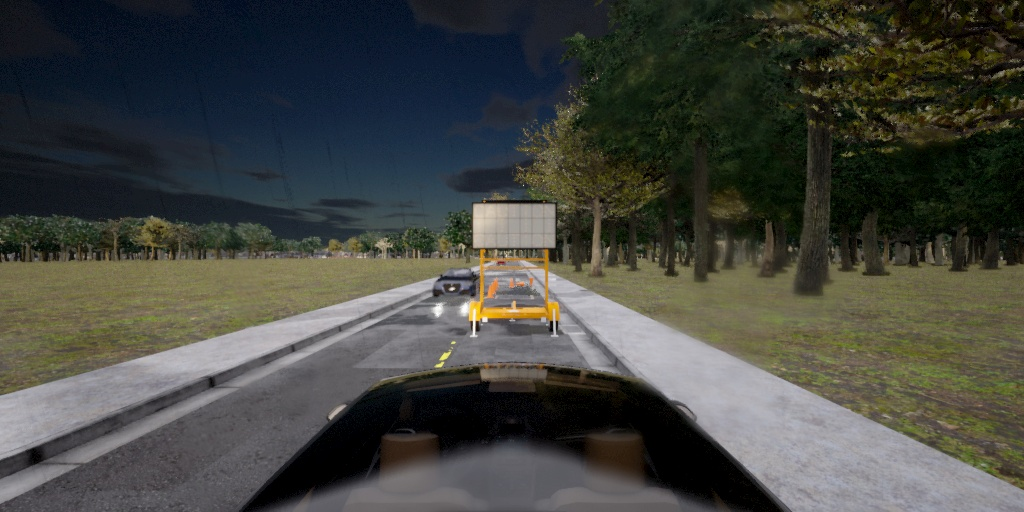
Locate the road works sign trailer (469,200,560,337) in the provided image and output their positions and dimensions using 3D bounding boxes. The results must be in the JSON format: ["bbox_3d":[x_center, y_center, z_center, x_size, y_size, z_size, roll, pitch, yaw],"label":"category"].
[{"bbox_3d":[0.067,0.214,10.256,2.380,3.560,2.880,0,0,0],"label":"road works sign trailer"}]

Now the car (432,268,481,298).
[{"bbox_3d":[-2.728,1.314,18.350,1.994,1.385,4.181,0,0,0],"label":"car"}]
